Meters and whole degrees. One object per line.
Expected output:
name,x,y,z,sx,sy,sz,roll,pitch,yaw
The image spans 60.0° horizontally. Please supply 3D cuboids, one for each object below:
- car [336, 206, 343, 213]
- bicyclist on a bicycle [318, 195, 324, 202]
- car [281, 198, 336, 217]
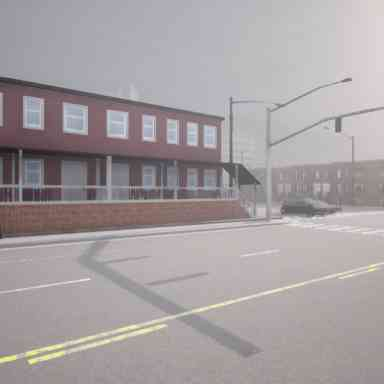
car,12.764,1.531,34.708,2.033,1.411,5.357,0,0,-37
bicyclist on a bicycle,20.340,1.278,52.365,1.656,1.620,0.582,0,0,-36
car,10.585,1.335,31.151,2.097,1.767,4.553,0,0,-32
